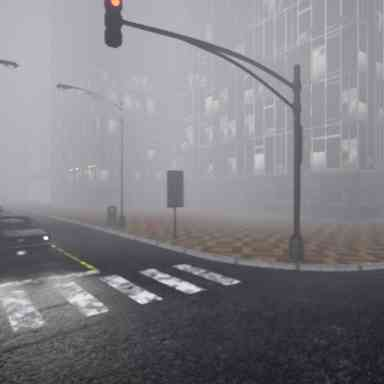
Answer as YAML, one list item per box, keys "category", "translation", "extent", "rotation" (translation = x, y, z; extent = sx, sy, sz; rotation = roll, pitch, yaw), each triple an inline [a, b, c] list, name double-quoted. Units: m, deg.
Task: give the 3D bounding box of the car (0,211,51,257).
- category: "car"
  translation: [-6.592, 1.588, 12.194]
  extent: [1.895, 1.301, 4.718]
  rotation: [0, 0, -35]

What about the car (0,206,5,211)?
- category: "car"
  translation: [-12.512, 1.518, 20.564]
  extent: [2.033, 1.411, 5.357]
  rotation: [0, 0, -35]
